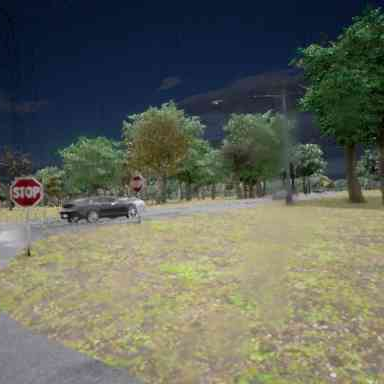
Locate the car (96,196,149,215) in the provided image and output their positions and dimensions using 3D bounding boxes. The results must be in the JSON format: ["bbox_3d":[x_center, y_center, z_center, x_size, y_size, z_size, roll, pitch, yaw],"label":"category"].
[{"bbox_3d":[-6.184,1.205,30.237,1.812,1.442,4.674,-4,-1,34],"label":"car"}]

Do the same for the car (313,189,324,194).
[{"bbox_3d":[33.615,-0.158,88.768,1.895,1.301,4.718,-4,-1,33],"label":"car"}]

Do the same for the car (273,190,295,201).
[{"bbox_3d":[12.547,0.411,45.275,1.994,1.385,4.181,-4,-1,34],"label":"car"}]

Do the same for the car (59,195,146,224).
[{"bbox_3d":[-5.214,0.950,19.254,1.837,1.490,4.892,-4,-1,34],"label":"car"}]
